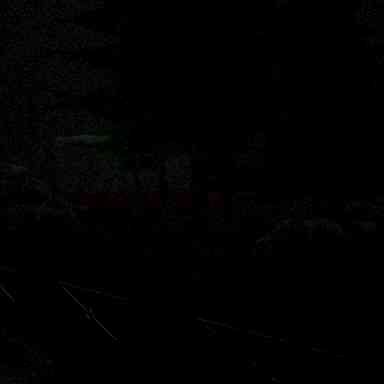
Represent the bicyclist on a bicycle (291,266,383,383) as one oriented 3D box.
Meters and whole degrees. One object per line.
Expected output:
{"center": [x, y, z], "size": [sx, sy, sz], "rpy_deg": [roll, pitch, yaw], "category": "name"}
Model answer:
{"center": [1.645, 1.294, 2.835], "size": [1.656, 1.620, 0.582], "rpy_deg": [1, 0, 37], "category": "bicyclist on a bicycle"}
